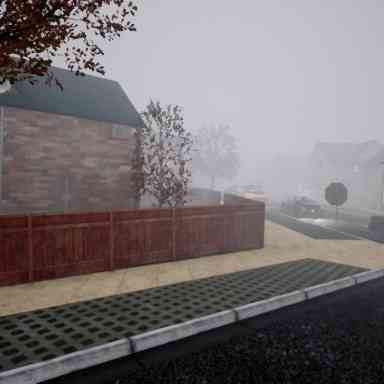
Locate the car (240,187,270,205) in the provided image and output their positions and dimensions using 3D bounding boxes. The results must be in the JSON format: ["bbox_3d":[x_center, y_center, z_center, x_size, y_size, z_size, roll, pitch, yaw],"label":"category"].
[{"bbox_3d":[7.083,0.516,36.618,1.882,1.535,5.008,1,2,-4],"label":"car"}]

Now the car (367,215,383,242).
[{"bbox_3d":[8.662,1.408,12.104,2.033,1.411,5.357,1,3,-4],"label":"car"}]

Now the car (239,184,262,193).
[{"bbox_3d":[9.151,-0.090,50.306,2.150,2.045,5.566,1,2,-4],"label":"car"}]

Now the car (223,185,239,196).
[{"bbox_3d":[6.139,0.040,52.510,2.128,1.511,4.902,1,2,-4],"label":"car"}]

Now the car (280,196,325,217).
[{"bbox_3d":[7.894,1.008,24.059,1.994,1.385,4.181,1,2,-4],"label":"car"}]
